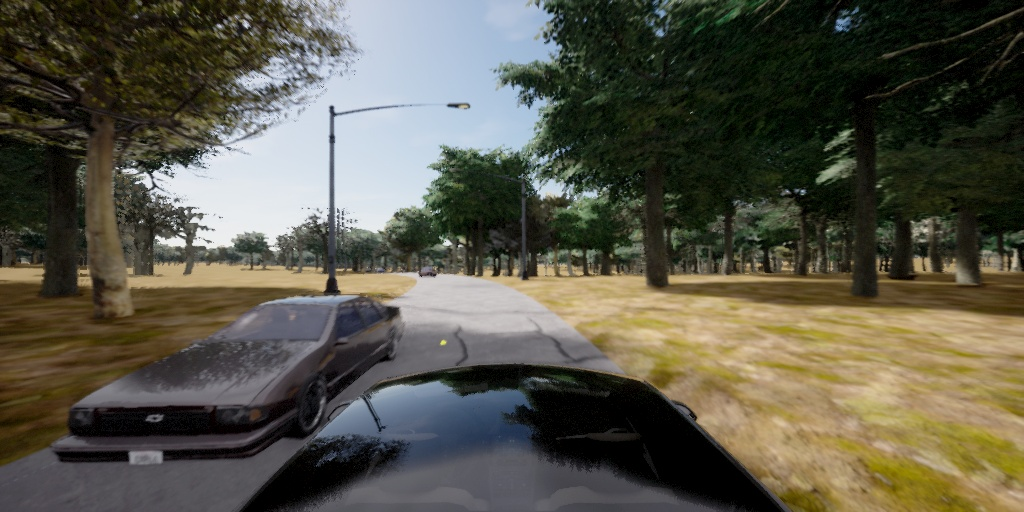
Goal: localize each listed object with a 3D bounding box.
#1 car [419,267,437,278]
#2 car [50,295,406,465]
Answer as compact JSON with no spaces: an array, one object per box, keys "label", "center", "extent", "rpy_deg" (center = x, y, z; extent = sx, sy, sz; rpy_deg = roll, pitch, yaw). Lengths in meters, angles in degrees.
[{"label":"car","center":[-11.224,2.138,47.698],"extent":[1.994,1.385,4.181],"rpy_deg":[0,-2,-20]},{"label":"car","center":[-3.202,1.364,5.727],"extent":[2.033,1.411,5.357],"rpy_deg":[0,-1,-2]}]
